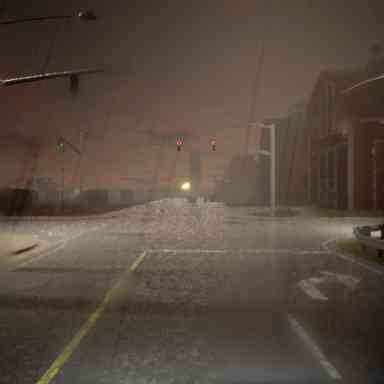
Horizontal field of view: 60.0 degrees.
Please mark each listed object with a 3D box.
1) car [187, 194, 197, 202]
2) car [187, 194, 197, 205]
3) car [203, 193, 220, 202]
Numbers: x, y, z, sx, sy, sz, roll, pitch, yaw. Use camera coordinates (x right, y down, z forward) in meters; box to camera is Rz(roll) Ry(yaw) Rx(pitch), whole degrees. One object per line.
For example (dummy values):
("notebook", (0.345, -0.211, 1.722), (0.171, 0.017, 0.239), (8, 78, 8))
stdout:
("car", (0.000, 1.253, 76.586), (2.097, 1.767, 4.553), (0, 0, 0))
("car", (-0.006, 1.528, 60.783), (2.033, 1.411, 5.357), (-1, 1, 0))
("car", (4.163, 1.142, 69.159), (1.905, 1.878, 3.866), (-8, 3, -42))
